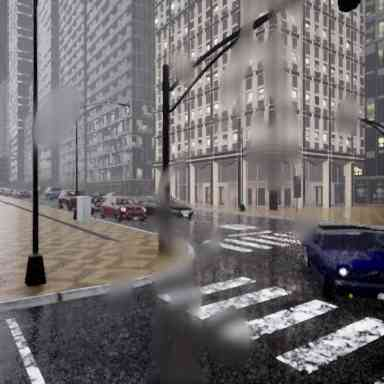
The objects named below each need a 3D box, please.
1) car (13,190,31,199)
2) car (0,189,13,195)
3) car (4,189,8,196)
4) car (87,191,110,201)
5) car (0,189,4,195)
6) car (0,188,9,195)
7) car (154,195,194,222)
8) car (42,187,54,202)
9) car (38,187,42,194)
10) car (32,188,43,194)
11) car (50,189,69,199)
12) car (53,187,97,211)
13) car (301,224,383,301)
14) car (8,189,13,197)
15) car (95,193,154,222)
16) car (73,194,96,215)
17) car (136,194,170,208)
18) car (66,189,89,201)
[{"bbox_3d":[-27.311,0.419,53.964,1.887,1.381,4.507,1,0,-36],"label":"car"},{"bbox_3d":[-40.284,0.013,72.099,1.947,1.339,4.313,1,0,-36],"label":"car"},{"bbox_3d":[-33.797,0.205,63.032,1.887,1.381,4.507,1,0,-36],"label":"car"},{"bbox_3d":[-14.050,0.638,49.829,1.947,1.339,4.313,1,0,-36],"label":"car"},{"bbox_3d":[-37.040,0.104,67.565,2.008,1.369,4.403,1,0,-36],"label":"car"},{"bbox_3d":[-43.526,-0.115,76.633,1.887,1.381,4.507,1,0,-36],"label":"car"},{"bbox_3d":[-1.773,1.137,22.690,2.128,1.511,4.902,0,1,-36],"label":"car"},{"bbox_3d":[-19.274,0.290,47.295,2.150,2.045,5.566,0,1,-35],"label":"car"},{"bbox_3d":[-33.514,-0.026,77.040,1.887,1.381,4.507,1,0,-36],"label":"car"},{"bbox_3d":[-40.003,-0.218,86.112,1.947,1.339,4.313,1,0,-36],"label":"car"},{"bbox_3d":[-23.132,0.324,58.050,1.882,1.535,5.008,0,1,-36],"label":"car"},{"bbox_3d":[-11.091,0.726,31.295,2.192,1.841,5.009,1,0,-36],"label":"car"},{"bbox_3d":[3.946,1.548,8.173,1.895,1.301,4.718,1,1,11],"label":"car"},{"bbox_3d":[-30.554,0.318,58.498,2.008,1.369,4.403,1,0,-36],"label":"car"},{"bbox_3d":[-4.608,1.066,22.228,1.967,1.590,4.097,1,0,-36],"label":"car"},{"bbox_3d":[-7.855,1.100,26.762,1.802,1.307,4.206,1,0,-36],"label":"car"},{"bbox_3d":[-4.318,0.976,36.221,1.802,1.307,4.206,1,0,-36],"label":"car"},{"bbox_3d":[-17.187,0.395,49.736,2.097,1.767,4.553,0,1,-36],"label":"car"}]
